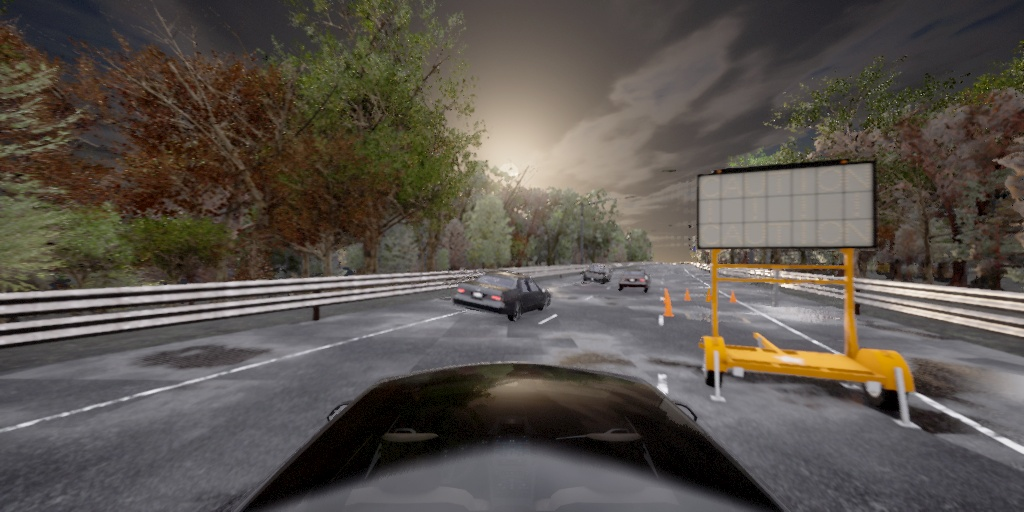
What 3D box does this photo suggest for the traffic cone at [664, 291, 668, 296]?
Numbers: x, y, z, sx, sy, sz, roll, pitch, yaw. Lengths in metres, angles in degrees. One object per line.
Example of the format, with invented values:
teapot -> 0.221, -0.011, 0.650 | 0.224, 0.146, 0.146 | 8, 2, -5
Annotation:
traffic cone -> 6.452, 1.891, 14.897 | 0.340, 0.580, 0.340 | 0, 0, 22

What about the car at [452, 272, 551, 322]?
car -> -0.081, 1.327, 12.954 | 2.033, 1.411, 5.357 | 9, 0, 22

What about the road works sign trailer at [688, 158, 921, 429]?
road works sign trailer -> 4.404, 0.288, 6.001 | 2.380, 3.560, 2.880 | 0, 0, 23

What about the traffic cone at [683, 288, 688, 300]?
traffic cone -> 8.900, 1.940, 18.214 | 0.340, 0.580, 0.340 | 0, 0, 22

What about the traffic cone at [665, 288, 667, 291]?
traffic cone -> 7.214, 1.915, 16.746 | 0.340, 0.580, 0.340 | 0, 0, 22

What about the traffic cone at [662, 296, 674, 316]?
traffic cone -> 5.690, 1.866, 13.048 | 0.340, 0.580, 0.340 | 0, 0, 22

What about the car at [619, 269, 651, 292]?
car -> 8.475, 1.602, 24.670 | 2.033, 1.411, 5.357 | 0, -1, 23

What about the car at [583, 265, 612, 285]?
car -> 7.497, 1.568, 31.178 | 2.128, 1.511, 4.902 | 12, 7, 22
